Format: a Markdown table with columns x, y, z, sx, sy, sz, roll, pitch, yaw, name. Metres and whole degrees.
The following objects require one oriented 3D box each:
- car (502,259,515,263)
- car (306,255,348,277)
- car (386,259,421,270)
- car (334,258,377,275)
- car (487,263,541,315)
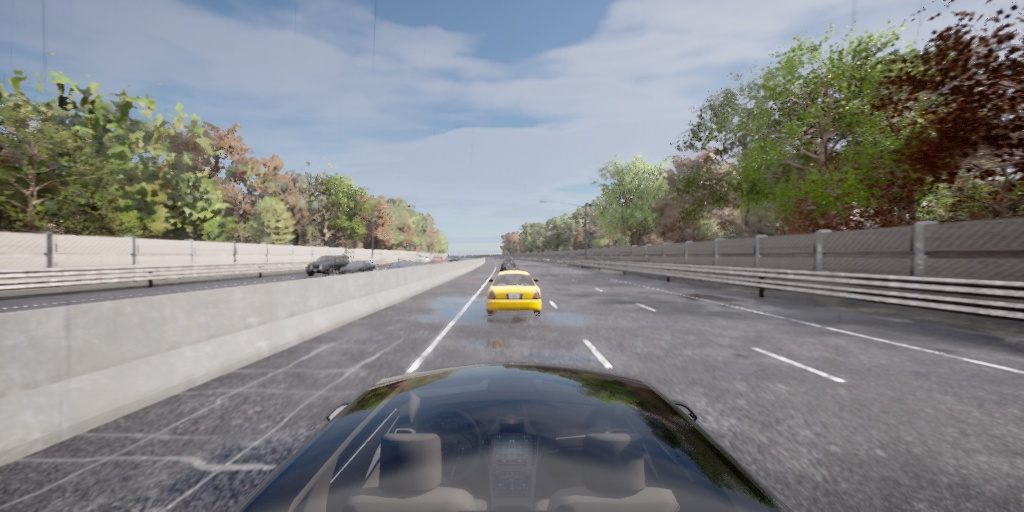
| x | y | z | sx | sy | sz | roll | pitch | yaw | name |
| --- | --- | --- | --- | --- | --- | --- | --- | --- | --- |
| -0.462 | 1.168 | 45.946 | 2.033 | 1.649 | 4.856 | 0 | 0 | -1 | car |
| -17.918 | 0.963 | 35.320 | 2.150 | 2.045 | 5.566 | 0 | 0 | -1 | car |
| -10.925 | 1.289 | 35.654 | 2.033 | 1.411 | 5.357 | 0 | 0 | -1 | car |
| -14.391 | 1.220 | 33.706 | 1.882 | 1.535 | 5.008 | 0 | 0 | -1 | car |
| 0.053 | 1.203 | 13.418 | 1.801 | 1.575 | 5.366 | 0 | 0 | 0 | car |
